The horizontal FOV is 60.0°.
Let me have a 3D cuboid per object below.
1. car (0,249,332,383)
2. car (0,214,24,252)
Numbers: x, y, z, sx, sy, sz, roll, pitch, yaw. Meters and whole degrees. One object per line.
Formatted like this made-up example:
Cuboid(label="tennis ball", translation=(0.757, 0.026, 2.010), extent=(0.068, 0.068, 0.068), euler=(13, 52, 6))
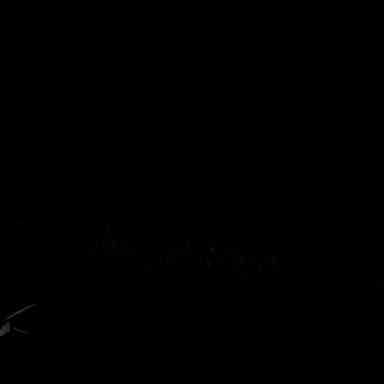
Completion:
Cuboid(label="car", translation=(-0.789, 1.556, 3.524), extent=(4.313, 1.339, 1.947), euler=(0, 0, 36))
Cuboid(label="car", translation=(-5.378, 1.282, 6.796), extent=(5.009, 1.841, 2.192), euler=(0, 0, 36))
